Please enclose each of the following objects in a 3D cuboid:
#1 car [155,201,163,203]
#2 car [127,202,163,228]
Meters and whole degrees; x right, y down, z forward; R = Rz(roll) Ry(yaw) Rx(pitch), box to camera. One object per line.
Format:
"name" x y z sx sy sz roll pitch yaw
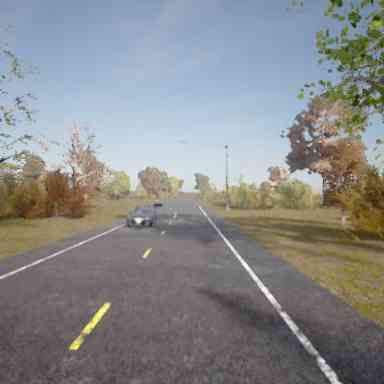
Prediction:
"car" -6.612 2.357 65.614 1.895 1.301 4.718 0 -1 -6
"car" -3.674 1.803 25.173 2.128 1.511 4.902 0 -1 0
